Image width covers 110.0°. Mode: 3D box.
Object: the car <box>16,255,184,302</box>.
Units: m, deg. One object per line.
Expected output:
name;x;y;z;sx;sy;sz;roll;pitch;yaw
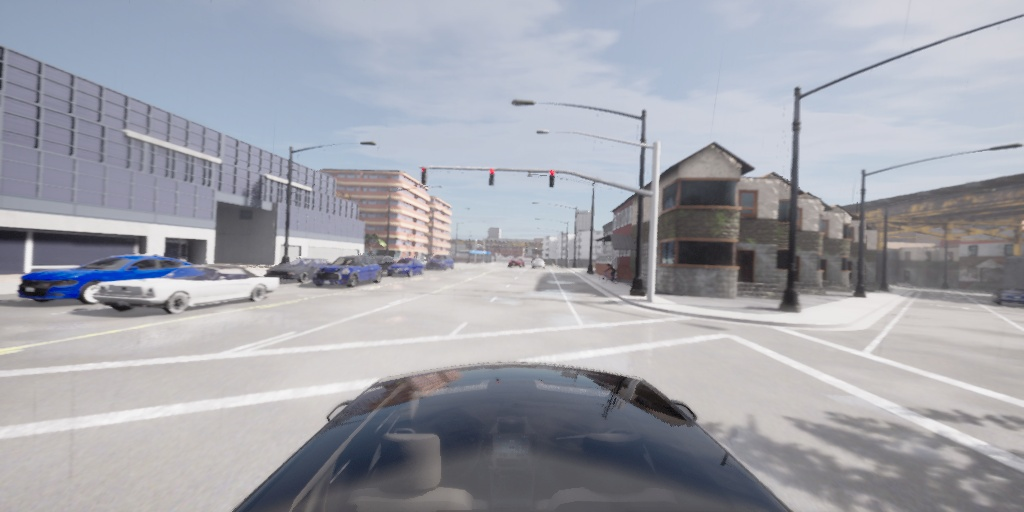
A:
car;-13.564;0.715;12.727;1.882;1.535;5.008;2;0;4

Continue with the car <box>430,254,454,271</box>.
car;-7.801;0.607;39.407;2.097;1.767;4.553;2;1;5

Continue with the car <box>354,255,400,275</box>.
car;-11.942;0.720;32.105;1.837;1.490;4.892;2;1;5

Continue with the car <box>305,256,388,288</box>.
car;-9.376;0.784;20.794;2.097;1.767;4.553;2;0;5

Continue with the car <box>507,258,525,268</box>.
car;0.501;1.021;53.930;1.812;1.442;4.674;2;0;5

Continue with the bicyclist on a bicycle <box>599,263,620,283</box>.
bicyclist on a bicycle;7.809;1.376;28.606;1.656;1.620;0.582;2;1;5

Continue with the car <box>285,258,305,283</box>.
car;-12.752;0.828;22.509;2.033;1.411;5.357;2;0;5

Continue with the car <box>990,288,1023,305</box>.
car;41.283;3.366;29.593;5.357;1.411;2.033;3;-1;-41

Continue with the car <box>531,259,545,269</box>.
car;3.986;1.168;53.640;1.812;1.442;4.674;2;0;5

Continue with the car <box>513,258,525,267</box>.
car;1.325;1.183;63.907;1.812;1.442;4.674;2;-1;5

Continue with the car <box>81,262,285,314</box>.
car;-10.140;0.976;11.728;1.895;1.301;4.718;2;0;5

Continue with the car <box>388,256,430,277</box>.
car;-8.637;0.912;29.728;1.812;1.442;4.674;2;1;5
